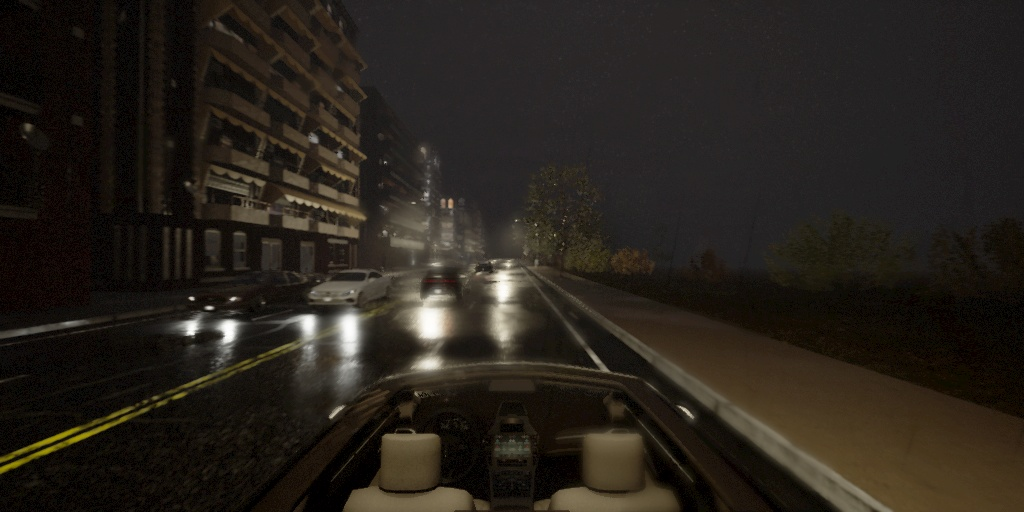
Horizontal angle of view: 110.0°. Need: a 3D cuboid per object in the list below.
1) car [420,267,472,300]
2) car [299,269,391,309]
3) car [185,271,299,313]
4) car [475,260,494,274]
[{"bbox_3d":[-3.150,1.255,17.661,1.837,1.490,4.892,0,0,0],"label":"car"},{"bbox_3d":[-6.504,1.277,14.987,1.812,1.442,4.674,0,0,0],"label":"car"},{"bbox_3d":[-9.760,1.297,14.246,2.033,1.411,5.357,0,0,1],"label":"car"},{"bbox_3d":[-3.156,1.242,41.739,2.128,1.511,4.902,0,0,0],"label":"car"}]
